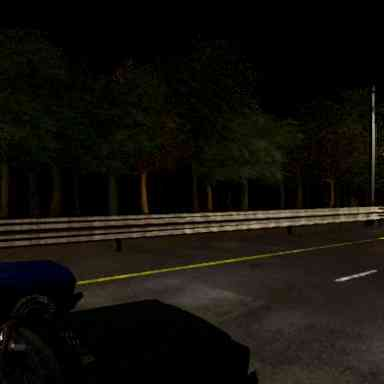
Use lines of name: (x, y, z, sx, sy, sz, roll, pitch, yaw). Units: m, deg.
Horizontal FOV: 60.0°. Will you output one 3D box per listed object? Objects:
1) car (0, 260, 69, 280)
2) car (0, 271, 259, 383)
car: (-4.212, 1.594, 5.040, 4.718, 1.301, 1.895, 1, 0, -35)
car: (-1.716, 1.600, 2.521, 4.718, 1.301, 1.895, 1, 0, -35)
